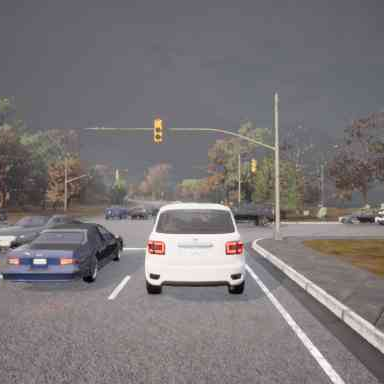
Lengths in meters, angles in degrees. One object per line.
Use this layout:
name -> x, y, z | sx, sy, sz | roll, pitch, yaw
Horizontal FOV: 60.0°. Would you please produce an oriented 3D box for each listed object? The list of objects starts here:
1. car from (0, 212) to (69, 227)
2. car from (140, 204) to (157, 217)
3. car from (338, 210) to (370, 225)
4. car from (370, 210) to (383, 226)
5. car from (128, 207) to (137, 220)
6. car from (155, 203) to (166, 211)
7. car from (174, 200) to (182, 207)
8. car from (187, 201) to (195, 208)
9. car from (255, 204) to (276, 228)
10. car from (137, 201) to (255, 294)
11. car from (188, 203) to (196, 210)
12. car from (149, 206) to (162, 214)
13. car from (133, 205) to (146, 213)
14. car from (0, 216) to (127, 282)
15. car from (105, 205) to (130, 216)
car -> -6.645, 1.732, 14.753 | 2.128, 1.511, 4.902 | 0, -2, 6
car -> -7.133, 2.997, 55.266 | 2.150, 2.045, 5.566 | 0, -1, 0
car -> 16.993, 2.489, 32.773 | 4.902, 1.511, 2.128 | 0, -3, -3
car -> 19.281, 2.069, 29.382 | 5.566, 2.045, 2.150 | 0, -3, -3
car -> -7.122, 3.135, 45.738 | 1.895, 1.301, 4.718 | 0, -2, -1
car -> -7.058, 3.367, 75.885 | 2.033, 1.411, 5.357 | 0, 0, 0
car -> -3.661, 3.077, 87.387 | 1.882, 1.535, 5.008 | 0, 0, -3
car -> -0.185, 3.271, 87.743 | 1.837, 1.490, 4.892 | 0, 0, -3
car -> 4.489, 2.053, 29.023 | 5.566, 2.045, 2.150 | 0, -3, 0
car -> 0.076, 1.318, 9.125 | 2.150, 2.045, 5.566 | 0, -1, 0
car -> -0.060, 3.318, 77.591 | 1.837, 1.490, 4.892 | 0, 0, 0
car -> -7.090, 3.469, 65.187 | 1.895, 1.301, 4.718 | 0, 0, 0
car -> -10.562, 3.468, 67.671 | 1.895, 1.301, 4.718 | 0, 0, 0
car -> -3.425, 1.662, 9.977 | 2.033, 1.411, 5.357 | 0, -1, 0
car -> -10.644, 2.800, 47.095 | 2.150, 2.045, 5.566 | 0, -2, -2
